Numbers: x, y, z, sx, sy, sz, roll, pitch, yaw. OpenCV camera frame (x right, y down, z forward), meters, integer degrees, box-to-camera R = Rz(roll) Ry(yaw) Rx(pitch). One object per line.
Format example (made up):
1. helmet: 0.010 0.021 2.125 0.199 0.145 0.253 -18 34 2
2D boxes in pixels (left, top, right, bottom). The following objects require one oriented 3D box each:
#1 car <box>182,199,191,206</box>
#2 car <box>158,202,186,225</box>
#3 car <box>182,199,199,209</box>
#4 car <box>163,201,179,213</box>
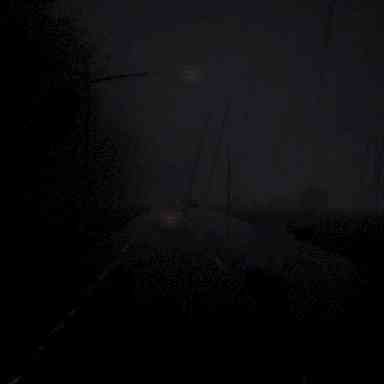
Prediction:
1. car: -1.241 2.266 73.451 1.837 1.490 4.892 1 -1 -4
2. car: -1.675 1.778 26.259 1.812 1.442 4.674 1 -1 -4
3. car: -0.050 1.950 56.160 2.097 1.767 4.553 1 -1 -4
4. car: -2.816 1.975 44.363 2.033 1.411 5.357 1 -1 -4
